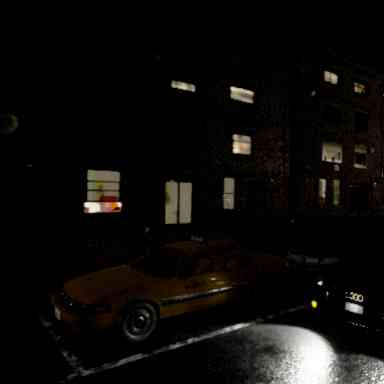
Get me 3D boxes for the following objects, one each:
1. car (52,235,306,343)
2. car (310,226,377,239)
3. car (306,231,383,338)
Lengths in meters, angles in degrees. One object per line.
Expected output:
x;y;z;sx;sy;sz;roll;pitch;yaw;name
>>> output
-0.086;1.563;6.487;4.829;1.417;1.752;1;0;-35;car
4.557;1.680;9.799;4.206;1.307;1.802;1;0;-35;car
4.128;1.638;6.313;4.181;1.385;1.994;1;0;-36;car
